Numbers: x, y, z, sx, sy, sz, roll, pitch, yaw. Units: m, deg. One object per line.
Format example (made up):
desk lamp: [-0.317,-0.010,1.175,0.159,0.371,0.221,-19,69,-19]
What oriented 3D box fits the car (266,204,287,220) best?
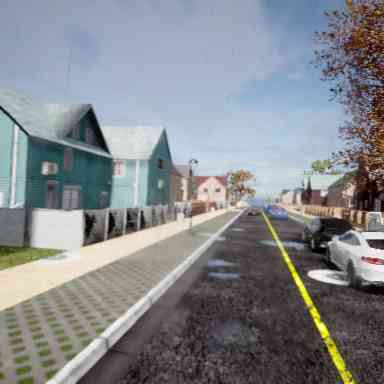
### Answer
car: [10.124,2.452,38.927,2.033,1.411,5.357,2,-1,12]

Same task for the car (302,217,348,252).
car: [6.484,1.945,15.839,1.837,1.490,4.892,2,-1,11]

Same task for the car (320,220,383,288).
car: [5.350,1.859,9.947,1.812,1.442,4.674,2,-1,11]

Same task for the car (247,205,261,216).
car: [8.545,2.475,45.471,2.033,1.411,5.357,2,-1,11]
